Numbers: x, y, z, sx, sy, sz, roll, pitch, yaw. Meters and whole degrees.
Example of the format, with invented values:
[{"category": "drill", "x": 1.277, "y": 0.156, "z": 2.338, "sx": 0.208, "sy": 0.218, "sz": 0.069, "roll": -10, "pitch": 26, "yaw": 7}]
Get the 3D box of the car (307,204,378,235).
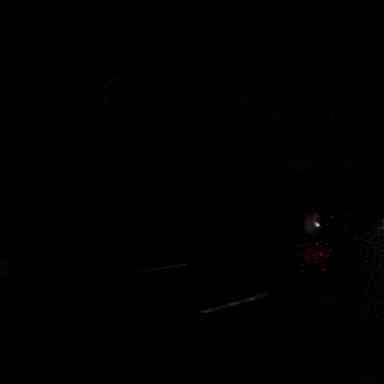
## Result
[{"category": "car", "x": 8.342, "y": 1.417, "z": 18.292, "sx": 4.892, "sy": 1.490, "sz": 1.837, "roll": 0, "pitch": 0, "yaw": -35}]
